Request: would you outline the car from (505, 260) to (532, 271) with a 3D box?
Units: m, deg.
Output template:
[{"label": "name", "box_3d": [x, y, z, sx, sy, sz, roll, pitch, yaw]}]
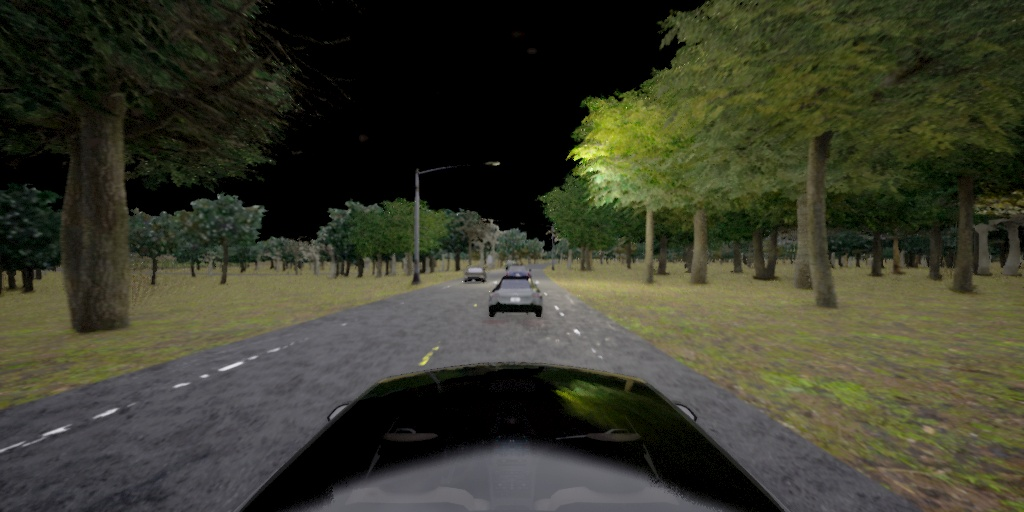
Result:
[{"label": "car", "box_3d": [0.521, 1.457, 28.923, 2.097, 1.767, 4.553, 0, -1, 2]}]

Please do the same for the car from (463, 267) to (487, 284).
[{"label": "car", "box_3d": [-3.230, 1.691, 32.091, 2.033, 1.411, 5.357, 0, -1, -2]}]

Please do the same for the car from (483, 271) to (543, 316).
[{"label": "car", "box_3d": [0.168, 1.478, 14.226, 1.994, 1.385, 4.181, 0, -1, 2]}]
